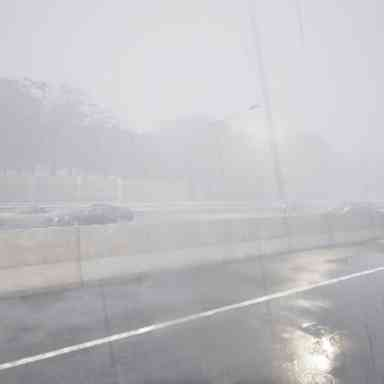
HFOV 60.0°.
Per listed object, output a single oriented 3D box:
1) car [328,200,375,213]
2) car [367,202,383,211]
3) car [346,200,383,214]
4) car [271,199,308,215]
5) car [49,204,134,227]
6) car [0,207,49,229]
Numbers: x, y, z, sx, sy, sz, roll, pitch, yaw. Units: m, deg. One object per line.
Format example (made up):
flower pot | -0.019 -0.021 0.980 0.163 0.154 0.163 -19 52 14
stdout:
car | 15.025 1.583 31.781 4.553 1.767 2.097 1 0 -35
car | 17.755 1.802 29.423 4.181 1.385 1.994 1 0 -35
car | 20.984 1.798 40.233 4.902 1.511 2.128 1 0 -35
car | 10.963 1.582 37.479 4.553 1.767 2.097 1 0 -35
car | -6.090 1.541 21.132 4.902 1.511 2.128 1 0 -35
car | -10.966 1.624 21.703 4.718 1.301 1.895 0 0 -37
